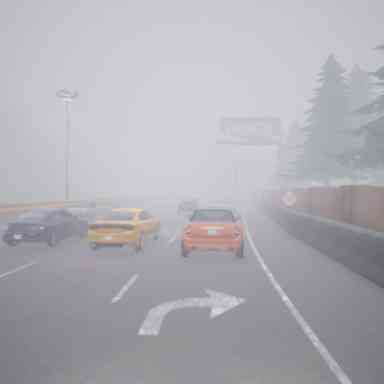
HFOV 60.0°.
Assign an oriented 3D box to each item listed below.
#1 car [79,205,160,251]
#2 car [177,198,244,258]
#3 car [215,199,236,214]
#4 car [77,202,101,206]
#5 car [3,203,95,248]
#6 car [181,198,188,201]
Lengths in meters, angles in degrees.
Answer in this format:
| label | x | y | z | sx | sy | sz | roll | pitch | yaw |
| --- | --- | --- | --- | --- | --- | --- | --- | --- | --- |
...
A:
| label | x | y | z | sx | sy | sz | roll | pitch | yaw |
| --- | --- | --- | --- | --- | --- | --- | --- | --- | --- |
| car | -2.598 | 1.394 | 13.764 | 1.882 | 1.535 | 5.008 | 0 | 0 | 6 |
| car | 0.836 | 1.285 | 12.780 | 2.097 | 1.767 | 4.553 | 0 | 0 | 5 |
| car | 3.471 | 1.429 | 33.850 | 1.895 | 1.301 | 4.718 | 0 | 0 | 8 |
| car | -8.111 | 1.430 | 26.444 | 1.895 | 1.301 | 4.718 | 0 | 0 | 7 |
| car | -6.061 | 1.427 | 14.289 | 1.812 | 1.442 | 4.674 | 0 | 0 | 6 |
| car | -0.232 | 1.315 | 32.549 | 2.128 | 1.511 | 4.902 | 0 | 0 | 8 |
